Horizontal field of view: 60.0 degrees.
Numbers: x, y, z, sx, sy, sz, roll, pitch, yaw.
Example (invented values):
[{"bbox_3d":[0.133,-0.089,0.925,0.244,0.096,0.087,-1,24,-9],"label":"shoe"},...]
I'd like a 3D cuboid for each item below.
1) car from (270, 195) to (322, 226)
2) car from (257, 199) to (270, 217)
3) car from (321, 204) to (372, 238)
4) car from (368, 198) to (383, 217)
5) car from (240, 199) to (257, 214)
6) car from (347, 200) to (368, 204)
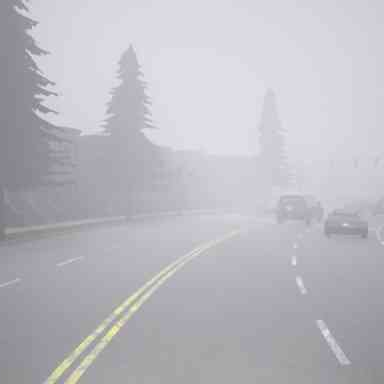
[{"bbox_3d":[7.748,1.203,23.704,2.150,2.045,5.566,0,0,33],"label":"car"},{"bbox_3d":[8.246,1.452,30.323,1.882,1.535,5.008,0,0,42],"label":"car"},{"bbox_3d":[8.243,1.549,17.705,1.994,1.385,4.181,0,0,26],"label":"car"},{"bbox_3d":[18.104,1.328,30.135,4.553,1.767,2.097,0,0,-45],"label":"car"},{"bbox_3d":[6.855,1.463,34.005,2.128,1.511,4.902,0,0,44],"label":"car"},{"bbox_3d":[17.552,1.519,34.699,5.357,1.411,2.033,0,0,-42],"label":"car"}]
